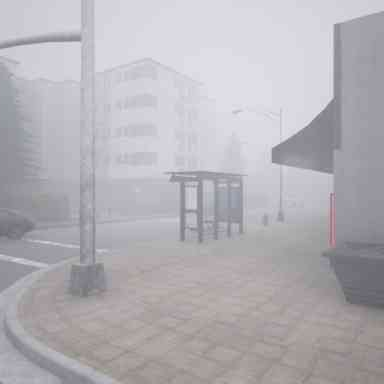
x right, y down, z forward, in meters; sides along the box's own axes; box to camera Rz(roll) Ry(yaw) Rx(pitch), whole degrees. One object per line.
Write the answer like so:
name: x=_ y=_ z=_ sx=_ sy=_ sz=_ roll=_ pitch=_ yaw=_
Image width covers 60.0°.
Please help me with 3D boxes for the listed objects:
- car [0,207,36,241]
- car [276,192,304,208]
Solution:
car: x=-9.032 y=1.371 z=13.865 sx=4.674 sy=1.442 sz=1.812 roll=-1 pitch=1 yaw=-45
car: x=12.922 y=1.067 z=43.409 sx=2.150 sy=2.045 sz=5.566 roll=0 pitch=0 yaw=36
